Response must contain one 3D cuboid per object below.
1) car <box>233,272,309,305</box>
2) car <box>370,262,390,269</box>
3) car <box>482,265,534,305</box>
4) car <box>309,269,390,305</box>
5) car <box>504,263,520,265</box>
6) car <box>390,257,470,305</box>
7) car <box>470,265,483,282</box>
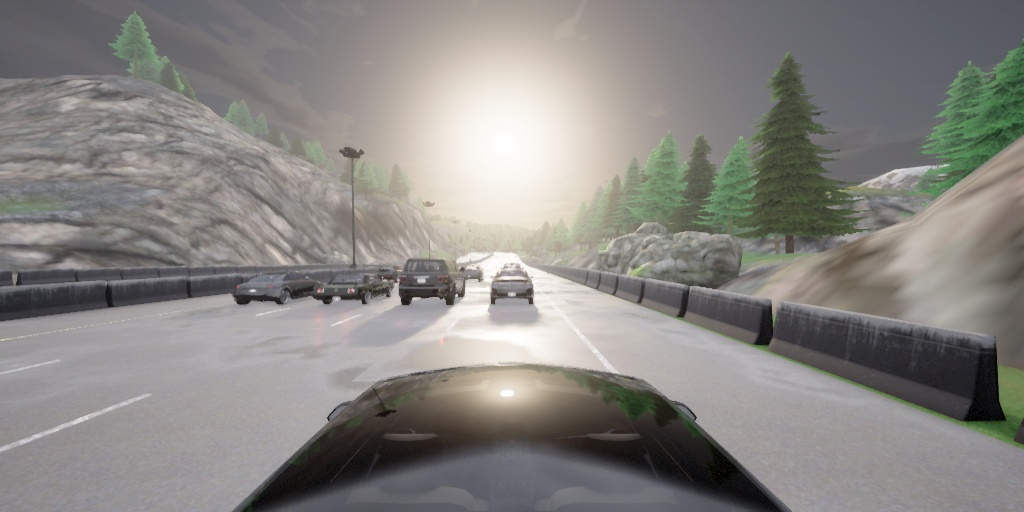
[{"bbox_3d":[-10.500,1.403,16.525,1.994,1.385,4.181,0,-1,0],"label":"car"},{"bbox_3d":[-10.500,1.519,31.543,1.837,1.490,4.892,0,-1,0],"label":"car"},{"bbox_3d":[0.000,1.327,16.523,2.128,1.511,4.902,0,-1,0],"label":"car"},{"bbox_3d":[-7.000,1.448,16.554,1.895,1.301,4.718,0,-1,0],"label":"car"},{"bbox_3d":[0.000,1.370,31.515,2.097,1.767,4.553,0,-1,0],"label":"car"},{"bbox_3d":[-3.500,1.089,16.554,2.150,2.045,5.566,0,-1,0],"label":"car"},{"bbox_3d":[-3.500,1.498,31.543,2.128,1.511,4.902,0,-1,0],"label":"car"}]
